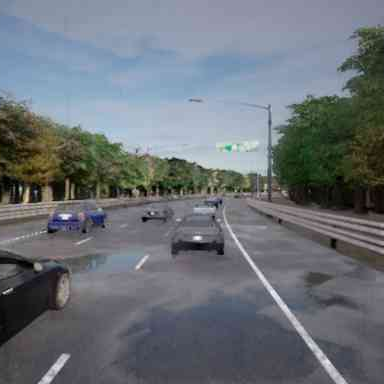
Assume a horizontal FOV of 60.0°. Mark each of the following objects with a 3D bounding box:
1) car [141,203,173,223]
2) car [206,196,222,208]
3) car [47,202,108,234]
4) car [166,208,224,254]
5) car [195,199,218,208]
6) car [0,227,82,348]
[{"bbox_3d":[-2.568,1.551,25.691,2.033,1.411,5.357,0,0,4],"label":"car"},{"bbox_3d":[2.711,1.491,45.805,1.882,1.535,5.008,0,0,7],"label":"car"},{"bbox_3d":[-6.404,1.345,19.181,2.097,1.767,4.553,0,0,3],"label":"car"},{"bbox_3d":[0.261,1.574,13.552,1.994,1.385,4.181,0,0,2],"label":"car"},{"bbox_3d":[1.192,1.613,30.283,1.895,1.301,4.718,0,0,4],"label":"car"},{"bbox_3d":[-3.354,1.522,4.803,1.812,1.442,4.674,0,0,1],"label":"car"}]
